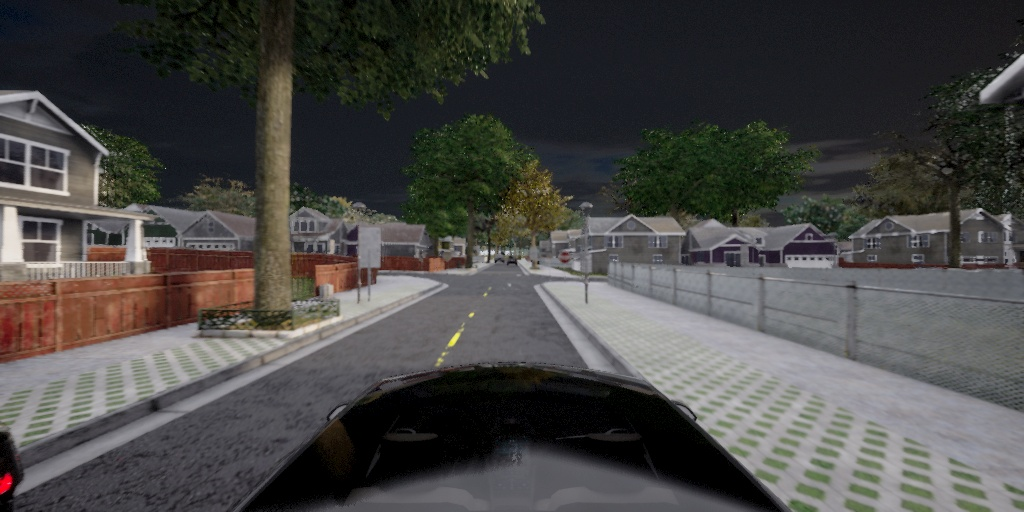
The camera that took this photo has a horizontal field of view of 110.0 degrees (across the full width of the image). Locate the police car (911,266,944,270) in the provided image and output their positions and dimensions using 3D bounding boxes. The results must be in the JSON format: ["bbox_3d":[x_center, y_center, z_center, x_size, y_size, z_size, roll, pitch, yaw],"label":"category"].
[{"bbox_3d":[36.649,1.691,31.963,4.974,1.542,2.038,0,-1,0],"label":"police car"}]
